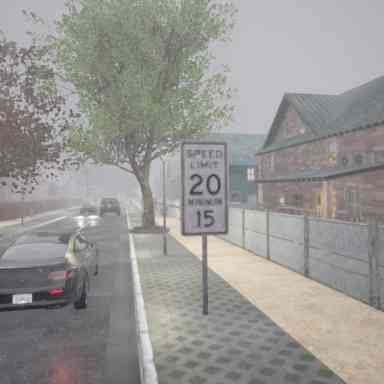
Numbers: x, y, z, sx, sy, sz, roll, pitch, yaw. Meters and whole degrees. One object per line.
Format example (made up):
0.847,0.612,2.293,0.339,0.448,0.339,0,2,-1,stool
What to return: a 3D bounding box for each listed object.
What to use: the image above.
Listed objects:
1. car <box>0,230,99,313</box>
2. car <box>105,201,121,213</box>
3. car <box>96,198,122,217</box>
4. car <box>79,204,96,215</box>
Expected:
-3.243,1.615,7.720,1.812,1.442,4.674,-1,-1,-11,car
-11.350,2.116,47.932,2.033,1.411,5.357,-1,-1,-11,car
-9.277,1.671,37.890,2.150,2.045,5.566,-1,-1,-11,car
-12.889,2.135,41.655,1.895,1.301,4.718,-1,-1,-11,car
